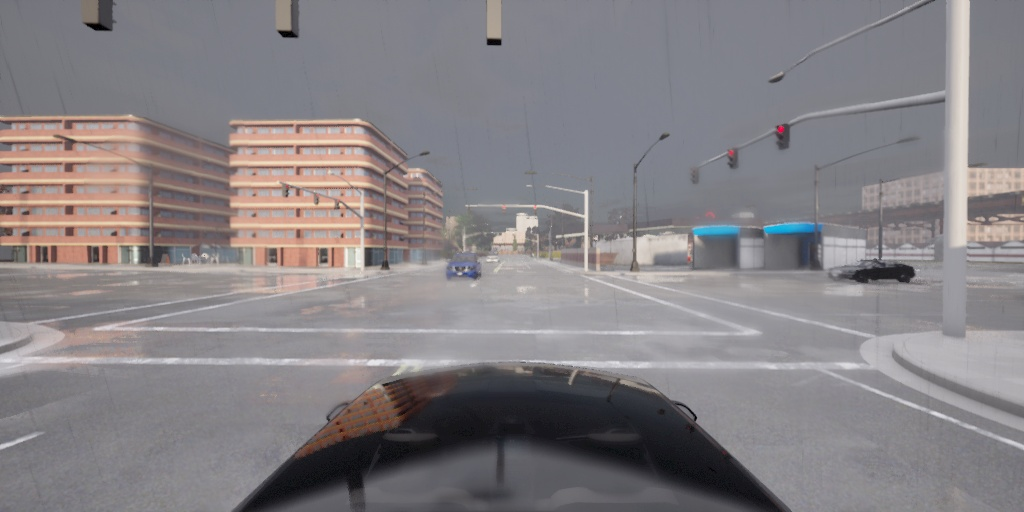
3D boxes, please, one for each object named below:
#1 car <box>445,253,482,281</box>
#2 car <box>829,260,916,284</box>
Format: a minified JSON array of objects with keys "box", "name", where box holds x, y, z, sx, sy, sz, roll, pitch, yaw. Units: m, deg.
[{"box":[-3.495,0.795,26.852,2.150,2.045,5.566,0,1,0],"name":"car"},{"box":[23.864,1.011,23.852,4.902,1.511,2.128,0,1,-3],"name":"car"}]
